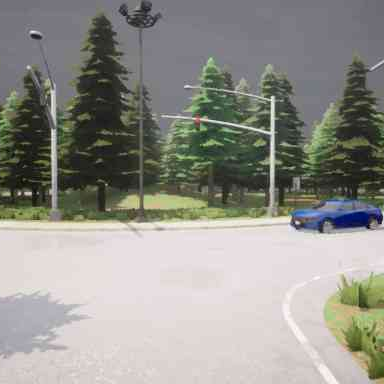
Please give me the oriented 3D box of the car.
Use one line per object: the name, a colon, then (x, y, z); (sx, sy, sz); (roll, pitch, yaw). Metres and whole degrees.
car: (7.209, 1.137, 16.551); (5.008, 1.535, 1.882); (-1, 2, -24)
